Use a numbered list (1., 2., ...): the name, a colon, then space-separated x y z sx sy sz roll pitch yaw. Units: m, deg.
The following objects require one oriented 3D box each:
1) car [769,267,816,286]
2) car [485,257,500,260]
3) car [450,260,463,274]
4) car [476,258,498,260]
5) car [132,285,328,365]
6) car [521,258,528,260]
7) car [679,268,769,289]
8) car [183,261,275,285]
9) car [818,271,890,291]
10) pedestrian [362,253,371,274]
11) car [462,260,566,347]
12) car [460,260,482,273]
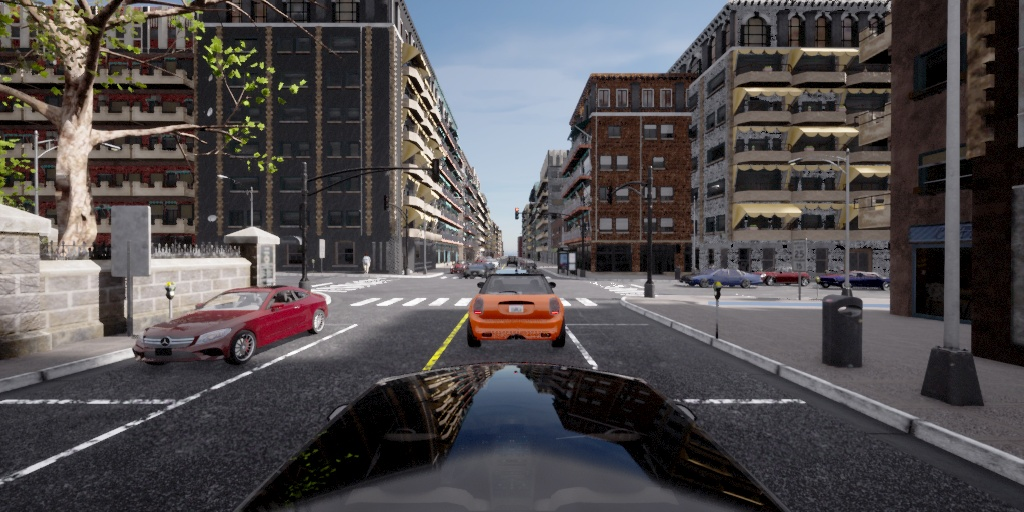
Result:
1. car: 21.348 1.571 28.834 4.097 1.591 1.967 0 0 -1
2. car: -3.149 1.273 57.320 1.812 1.442 4.674 0 0 0
3. car: -5.735 1.187 40.364 1.967 1.591 4.097 0 0 0
4. car: -3.146 1.310 44.500 1.994 1.385 4.181 0 0 0
5. car: -5.696 1.331 7.953 1.802 1.307 4.207 0 0 0
6. car: 2.631 1.298 51.646 2.007 1.370 4.403 0 0 0
7. car: 15.220 1.584 26.190 5.357 1.411 2.033 1 0 -1
8. car: -17.673 1.034 22.550 4.181 1.385 1.994 1 0 -1
9. car: 25.253 1.815 26.321 4.718 1.301 1.895 1 0 -1
10. pedestrian: -12.748 0.651 31.348 0.375 1.860 0.375 0 -1 -1
11. car: 0.118 1.101 9.463 2.097 1.767 4.553 0 0 1
12. car: -3.133 1.312 32.176 1.994 1.385 4.181 0 0 0
